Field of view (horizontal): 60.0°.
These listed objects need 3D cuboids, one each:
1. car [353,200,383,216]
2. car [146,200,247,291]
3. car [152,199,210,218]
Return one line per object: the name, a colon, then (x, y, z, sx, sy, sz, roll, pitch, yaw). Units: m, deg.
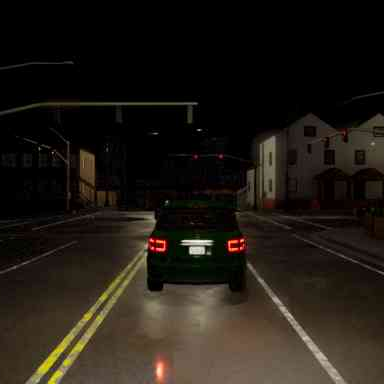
car: (17.074, 1.491, 29.830, 4.902, 1.511, 2.128, 0, 0, -1)
car: (0.098, 1.221, 9.109, 2.150, 2.045, 5.566, 0, 0, 0)
car: (-0.966, 1.447, 29.577, 4.902, 1.511, 2.128, 0, 0, -1)
